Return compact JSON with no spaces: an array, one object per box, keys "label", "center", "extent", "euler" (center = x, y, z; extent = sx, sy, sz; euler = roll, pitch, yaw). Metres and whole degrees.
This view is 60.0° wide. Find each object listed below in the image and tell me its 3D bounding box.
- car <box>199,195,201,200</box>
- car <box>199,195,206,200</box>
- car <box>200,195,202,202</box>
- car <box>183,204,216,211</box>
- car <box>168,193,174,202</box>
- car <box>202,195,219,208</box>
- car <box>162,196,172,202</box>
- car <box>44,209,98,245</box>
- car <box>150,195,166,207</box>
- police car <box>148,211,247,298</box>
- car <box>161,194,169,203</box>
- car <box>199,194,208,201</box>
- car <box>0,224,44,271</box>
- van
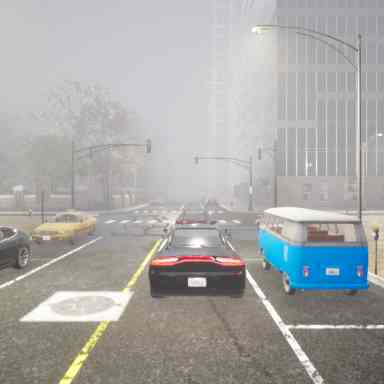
[{"label":"car","center":[2.793,1.521,74.955],"extent":[1.947,1.339,4.313],"euler":[0,0,0]},{"label":"car","center":[2.817,1.452,92.172],"extent":[1.752,1.417,4.829],"euler":[0,0,0]},{"label":"car","center":[2.762,1.538,52.231],"extent":[1.947,1.339,4.313],"euler":[0,0,0]},{"label":"car","center":[0.123,1.555,17.573],"extent":[1.994,1.385,4.181],"euler":[0,0,0]},{"label":"car","center":[-5.595,1.277,69.289],"extent":[2.192,1.841,5.009],"euler":[0,0,0]},{"label":"car","center":[2.755,1.416,46.550],"extent":[1.967,1.590,4.097],"euler":[0,0,0]},{"label":"car","center":[-5.588,1.537,74.971],"extent":[1.802,1.307,4.206],"euler":[0,0,0]},{"label":"car","center":[-5.797,1.518,15.669],"extent":[1.752,1.417,4.829],"euler":[0,0,0]},{"label":"car","center":[-5.619,1.517,52.240],"extent":[1.887,1.381,4.507],"euler":[0,0,0]},{"label":"police car","center":[0.108,1.501,8.611],"extent":[2.038,1.542,4.974],"euler":[0,0,0]},{"label":"car","center":[-5.612,1.520,57.923],"extent":[2.008,1.369,4.403],"euler":[0,0,0]},{"label":"car","center":[2.801,1.388,80.637],"extent":[1.967,1.590,4.097],"euler":[0,0,0]},{"label":"car","center":[-5.759,1.562,8.435],"extent":[1.947,1.339,4.313],"euler":[0,0,0]},{"label":"van","center":[2.785,1.337,8.425],"extent":[1.690,1.788,3.998],"euler":[0,0,0]}]
